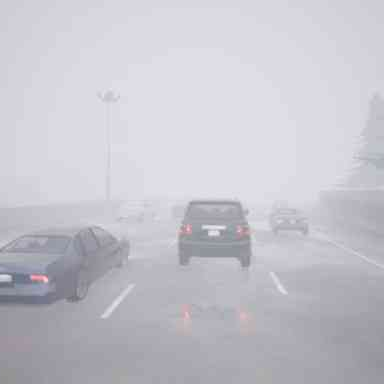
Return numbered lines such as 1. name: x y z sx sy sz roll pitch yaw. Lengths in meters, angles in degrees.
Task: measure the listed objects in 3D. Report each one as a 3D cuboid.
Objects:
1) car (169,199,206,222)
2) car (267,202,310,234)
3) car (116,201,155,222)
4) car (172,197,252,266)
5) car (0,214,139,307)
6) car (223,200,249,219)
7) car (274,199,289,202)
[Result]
1. car: -0.234 1.399 26.941 1.882 1.535 5.008 0 0 12
2. car: 5.385 1.529 19.034 2.033 1.411 5.357 0 0 9
3. car: -4.181 1.426 25.127 1.812 1.442 4.674 0 0 11
4. car: 0.835 1.194 11.662 2.150 2.045 5.566 0 0 5
5. car: -3.003 1.504 8.142 2.033 1.411 5.357 0 0 4
6. car: 3.978 1.467 29.684 1.812 1.442 4.674 0 0 13
7. car: 10.995 1.520 41.059 1.994 1.385 4.181 0 0 19
